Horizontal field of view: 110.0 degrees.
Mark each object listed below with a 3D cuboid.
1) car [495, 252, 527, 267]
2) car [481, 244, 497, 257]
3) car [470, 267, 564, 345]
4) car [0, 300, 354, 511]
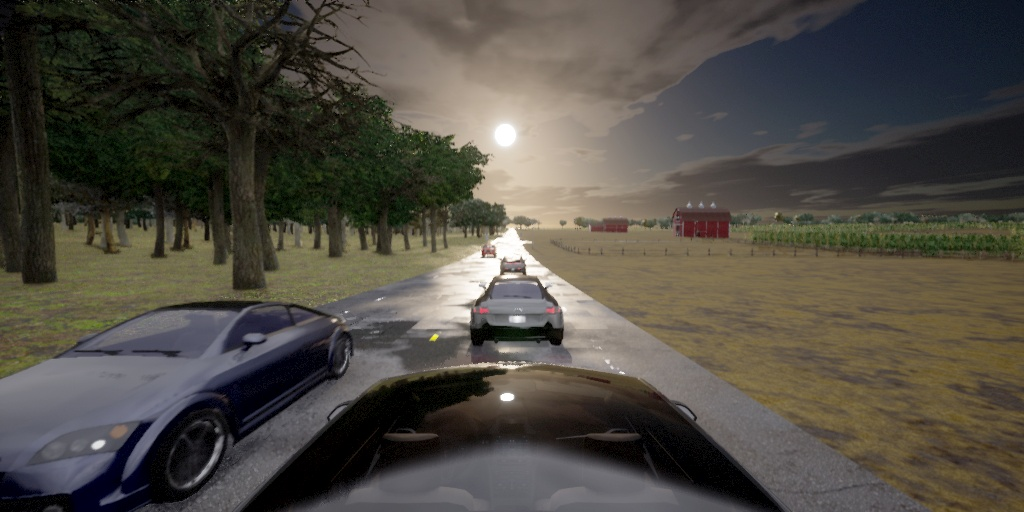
[{"bbox_3d":[0.073,0.628,26.643,2.128,1.511,4.902,0,2,0],"label":"car"},{"bbox_3d":[-3.585,-0.920,56.840,2.150,2.045,5.566,0,2,0],"label":"car"},{"bbox_3d":[0.093,1.150,8.964,1.994,1.385,4.181,0,1,0],"label":"car"},{"bbox_3d":[-3.601,1.257,4.213,1.994,1.385,4.181,0,1,0],"label":"car"}]
